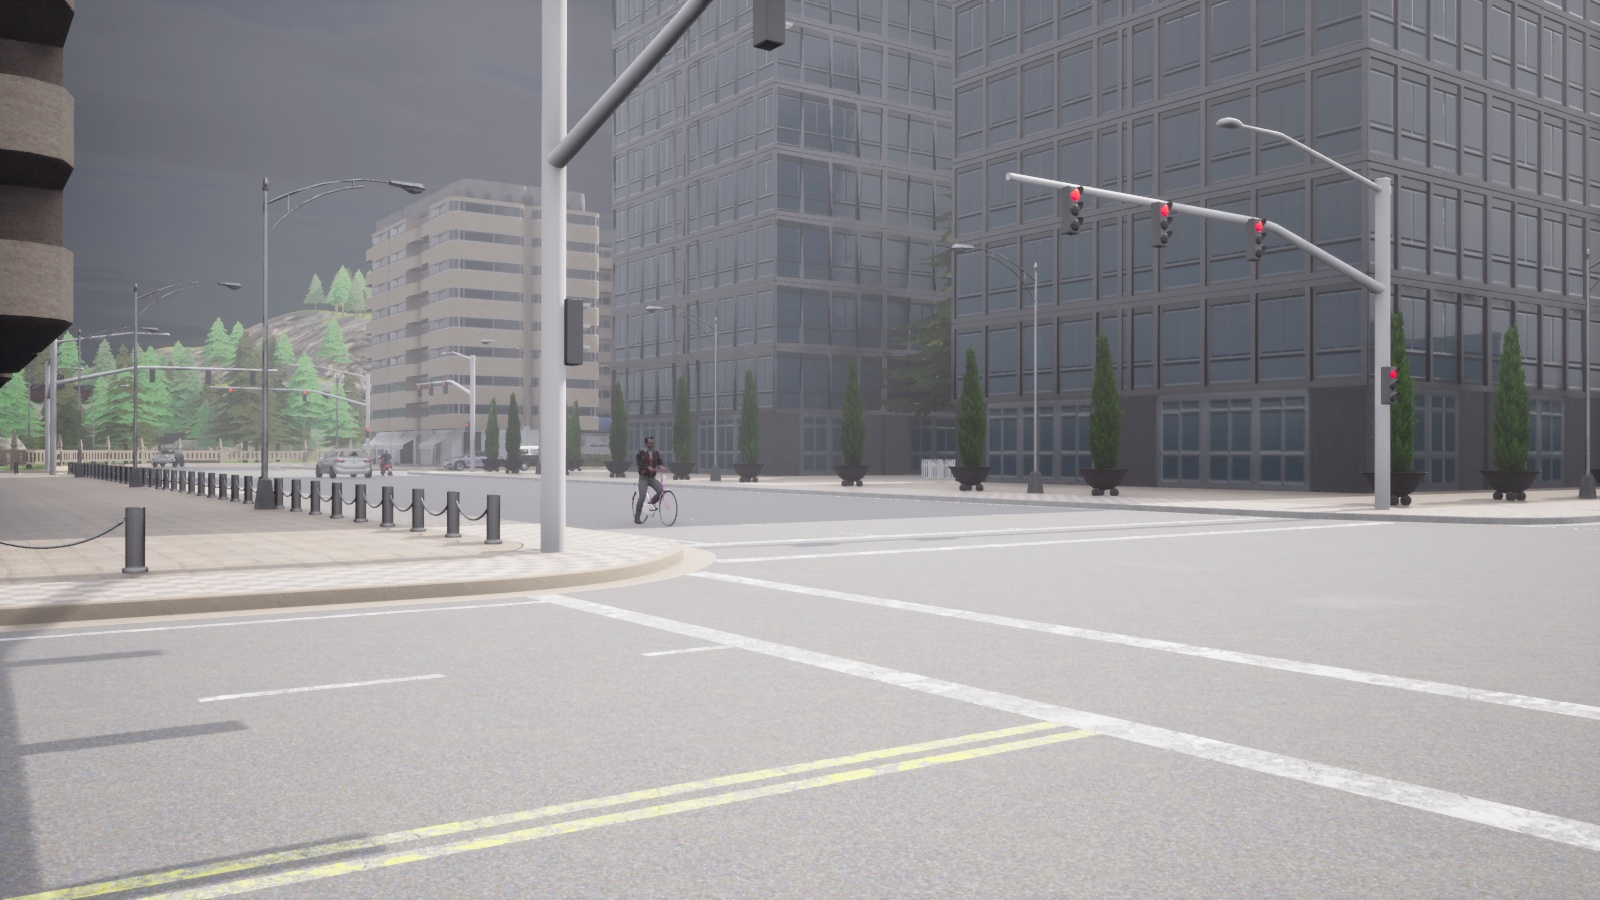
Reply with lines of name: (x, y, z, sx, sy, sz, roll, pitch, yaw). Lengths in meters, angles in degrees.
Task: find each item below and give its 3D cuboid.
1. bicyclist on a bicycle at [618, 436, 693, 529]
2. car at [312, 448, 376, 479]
bicyclist on a bicycle: (-2.865, 0.627, 24.769, 0.659, 1.776, 1.843, 0, 0, -35)
car: (-25.523, 0.760, 70.225, 2.242, 1.667, 4.611, 0, 0, -35)
